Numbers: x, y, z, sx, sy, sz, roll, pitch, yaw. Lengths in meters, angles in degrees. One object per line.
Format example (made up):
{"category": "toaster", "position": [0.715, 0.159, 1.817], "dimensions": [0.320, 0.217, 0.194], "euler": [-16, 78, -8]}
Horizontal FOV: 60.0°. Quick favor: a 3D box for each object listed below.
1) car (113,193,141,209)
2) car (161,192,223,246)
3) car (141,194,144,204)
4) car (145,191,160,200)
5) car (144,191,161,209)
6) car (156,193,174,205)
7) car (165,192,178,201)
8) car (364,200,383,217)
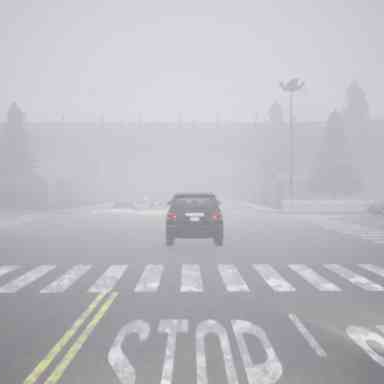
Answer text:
{"category": "car", "position": [-7.140, 1.055, 35.883], "dimensions": [1.994, 1.385, 4.181], "euler": [0, 1, 1]}
{"category": "car", "position": [0.097, 1.003, 14.282], "dimensions": [2.150, 2.045, 5.566], "euler": [0, 1, 0]}
{"category": "car", "position": [-7.099, 0.908, 45.120], "dimensions": [2.033, 1.411, 5.357], "euler": [0, 1, 0]}
{"category": "car", "position": [-7.037, 0.649, 59.413], "dimensions": [2.128, 1.511, 4.902], "euler": [0, 1, 0]}
{"category": "car", "position": [-3.598, 0.975, 36.407], "dimensions": [2.128, 1.511, 4.902], "euler": [0, 1, 0]}
{"category": "car", "position": [-3.591, 0.922, 45.295], "dimensions": [1.994, 1.385, 4.181], "euler": [0, 1, 1]}
{"category": "car", "position": [-3.537, 0.768, 58.748], "dimensions": [1.895, 1.301, 4.718], "euler": [0, 1, 1]}
{"category": "car", "position": [15.568, 1.081, 24.970], "dimensions": [4.902, 1.511, 2.128], "euler": [0, 1, 2]}
